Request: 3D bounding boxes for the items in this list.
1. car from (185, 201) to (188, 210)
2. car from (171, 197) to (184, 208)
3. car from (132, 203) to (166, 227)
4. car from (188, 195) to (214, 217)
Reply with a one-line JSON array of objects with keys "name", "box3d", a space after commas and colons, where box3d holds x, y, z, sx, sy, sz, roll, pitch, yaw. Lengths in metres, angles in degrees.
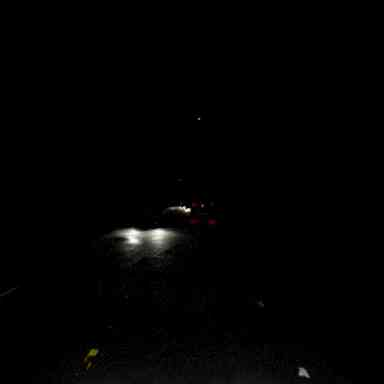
[{"name": "car", "box3d": [-0.023, 1.892, 50.160, 1.812, 1.442, 4.674, 0, -1, 0]}, {"name": "car", "box3d": [-2.793, 1.973, 64.565, 2.150, 2.045, 5.566, 0, -2, 0]}, {"name": "car", "box3d": [-2.861, 1.503, 22.968, 1.882, 1.535, 5.008, 0, 0, 0]}, {"name": "car", "box3d": [0.946, 1.305, 31.853, 2.150, 2.045, 5.566, 0, -1, 0]}]
